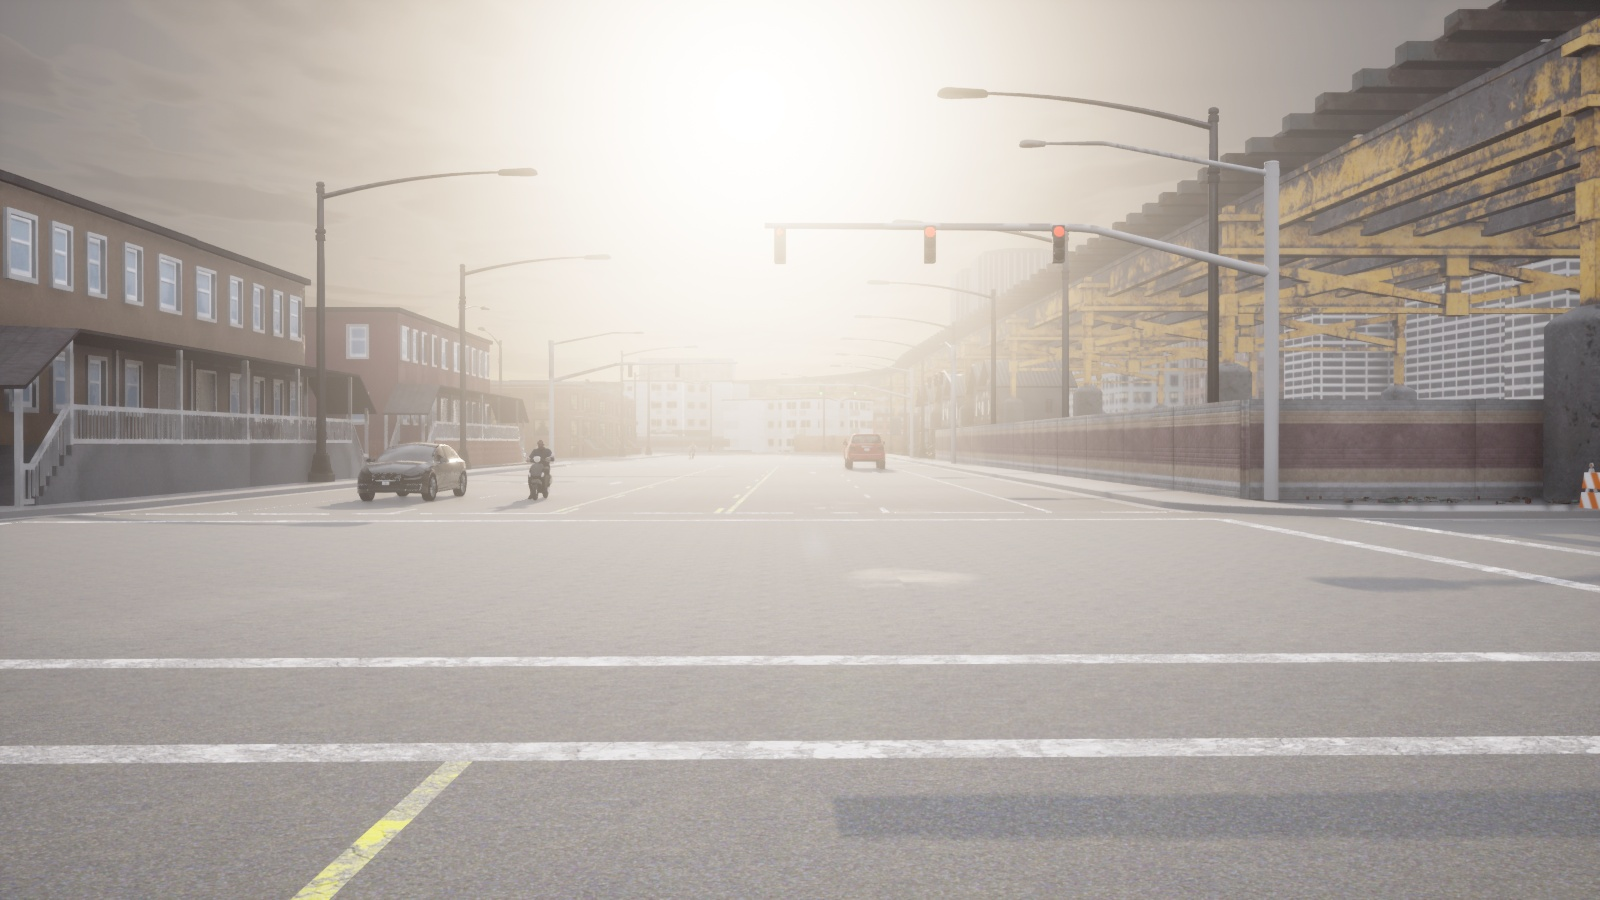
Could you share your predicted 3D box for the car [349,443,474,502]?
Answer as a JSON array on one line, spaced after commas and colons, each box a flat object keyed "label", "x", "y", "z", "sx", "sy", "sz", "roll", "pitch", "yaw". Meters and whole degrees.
[{"label": "car", "x": -10.382, "y": 0.552, "z": 33.928, "sx": 1.837, "sy": 1.490, "sz": 4.892, "roll": 0, "pitch": 0, "yaw": 0}]

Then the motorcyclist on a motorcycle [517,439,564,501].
[{"label": "motorcyclist on a motorcycle", "x": -6.884, "y": 0.506, "z": 33.335, "sx": 0.866, "sy": 1.590, "sz": 1.817, "roll": 0, "pitch": 0, "yaw": 0}]

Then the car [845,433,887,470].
[{"label": "car", "x": 3.728, "y": 0.062, "z": 72.224, "sx": 2.150, "sy": 2.045, "sz": 5.566, "roll": 0, "pitch": 0, "yaw": 0}]
